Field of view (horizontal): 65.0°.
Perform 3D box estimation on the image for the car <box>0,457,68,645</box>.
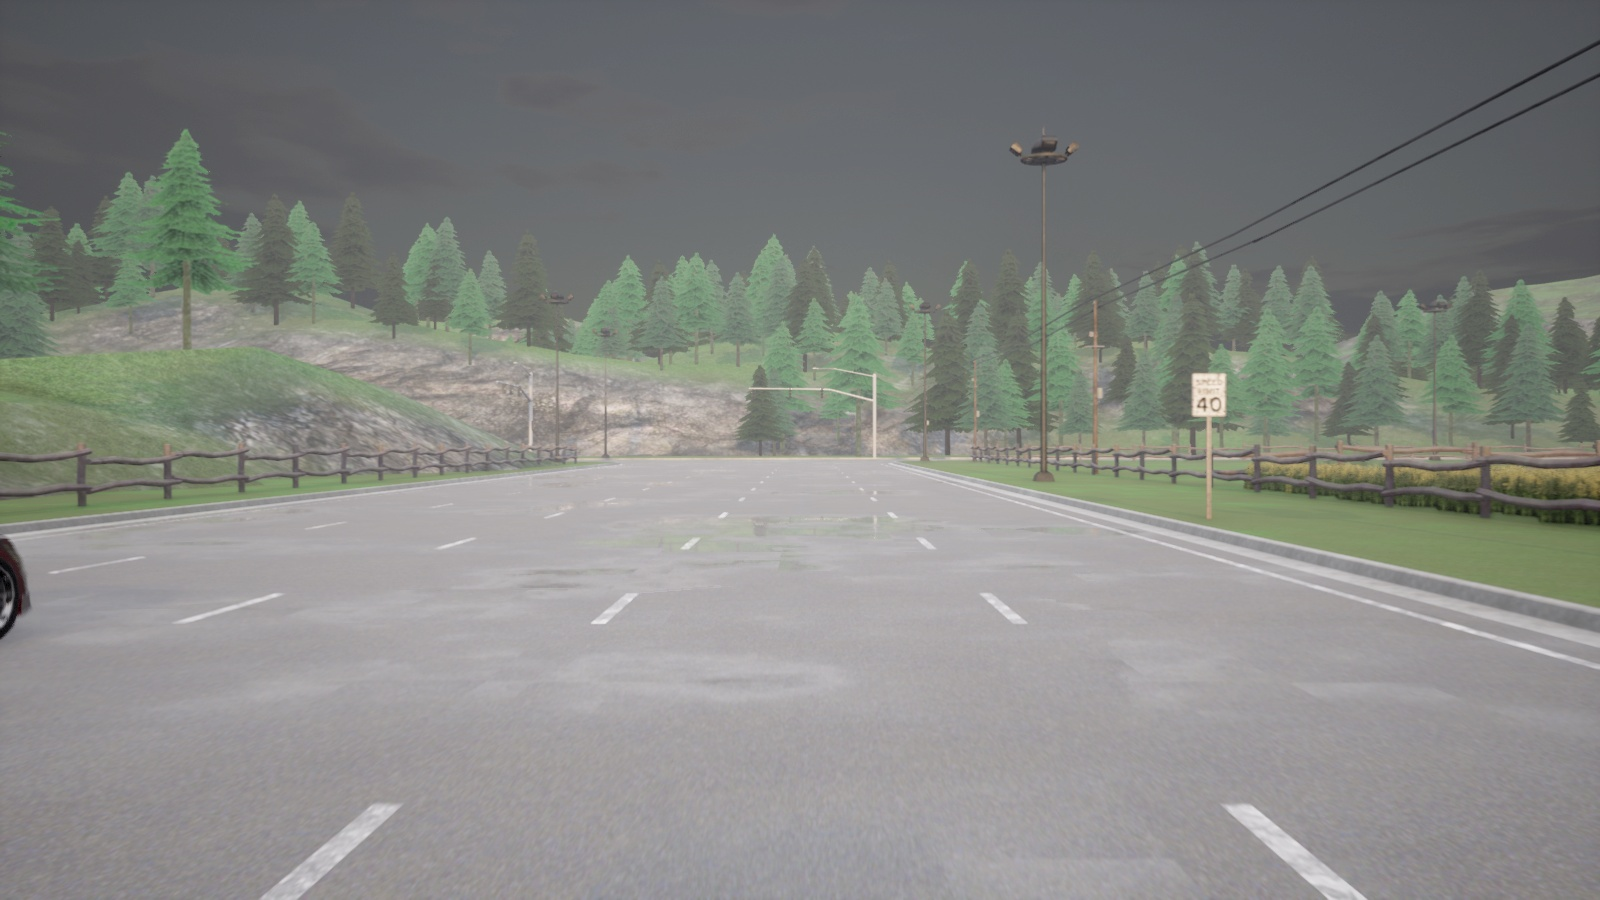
[{"bbox_3d":[-6.939,0.761,8.079,1.994,1.385,4.181,0,0,0],"label":"car"}]
